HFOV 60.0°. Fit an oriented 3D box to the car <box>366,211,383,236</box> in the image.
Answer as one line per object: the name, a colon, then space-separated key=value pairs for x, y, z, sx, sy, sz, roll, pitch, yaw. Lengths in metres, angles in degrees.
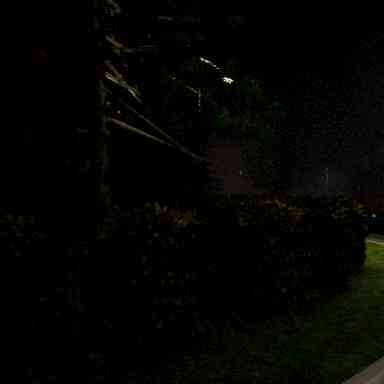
car: x=10.034 y=1.526 z=15.999 sx=1.882 sy=1.535 sz=5.008 roll=1 pitch=0 yaw=-2
